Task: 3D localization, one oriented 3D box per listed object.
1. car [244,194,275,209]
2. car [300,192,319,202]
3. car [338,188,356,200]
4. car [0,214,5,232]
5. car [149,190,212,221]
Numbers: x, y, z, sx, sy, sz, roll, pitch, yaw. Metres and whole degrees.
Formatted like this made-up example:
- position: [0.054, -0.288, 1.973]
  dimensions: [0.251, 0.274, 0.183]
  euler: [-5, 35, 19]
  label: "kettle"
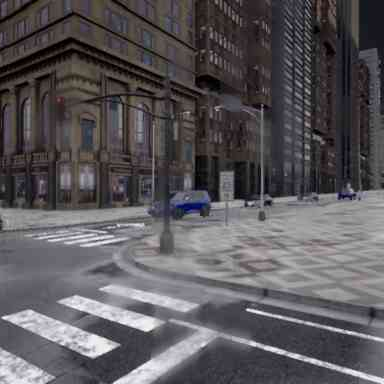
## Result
- position: [7.308, 1.003, 35.851]
  dimensions: [2.128, 1.511, 4.902]
  euler: [0, 1, 36]
  label: "car"
- position: [17.824, 0.769, 50.386]
  dimensions: [2.128, 1.511, 4.902]
  euler: [0, 1, 36]
  label: "car"
- position: [27.002, 0.357, 57.879]
  dimensions: [2.150, 2.045, 5.566]
  euler: [0, 1, 36]
  label: "car"
- position: [-11.121, 1.430, 14.779]
  dimensions: [4.892, 1.490, 1.837]
  euler: [-1, 2, -18]
  label: "car"
- position: [-0.715, 0.916, 24.651]
  dimensions: [2.150, 2.045, 5.566]
  euler: [0, 1, 36]
  label: "car"
